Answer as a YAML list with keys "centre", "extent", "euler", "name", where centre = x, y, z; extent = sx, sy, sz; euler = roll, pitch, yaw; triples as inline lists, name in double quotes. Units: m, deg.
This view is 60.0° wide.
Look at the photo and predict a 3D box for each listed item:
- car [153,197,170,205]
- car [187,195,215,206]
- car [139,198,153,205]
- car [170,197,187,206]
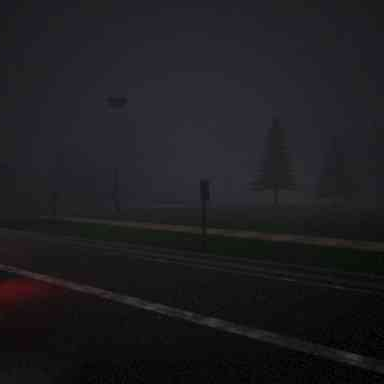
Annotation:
- centre: [-4.403, 1.645, 61.136]
  extent: [1.837, 1.490, 4.892]
  euler: [0, 0, 35]
  name: "car"
- centre: [1.953, 1.664, 58.035]
  extent: [2.033, 1.411, 5.357]
  euler: [0, 0, 35]
  name: "car"
- centre: [-7.724, 1.755, 62.466]
  extent: [1.895, 1.301, 4.718]
  euler: [0, 0, 36]
  name: "car"
- centre: [-1.318, 1.654, 59.457]
  extent: [1.812, 1.442, 4.674]
  euler: [0, 0, 35]
  name: "car"
